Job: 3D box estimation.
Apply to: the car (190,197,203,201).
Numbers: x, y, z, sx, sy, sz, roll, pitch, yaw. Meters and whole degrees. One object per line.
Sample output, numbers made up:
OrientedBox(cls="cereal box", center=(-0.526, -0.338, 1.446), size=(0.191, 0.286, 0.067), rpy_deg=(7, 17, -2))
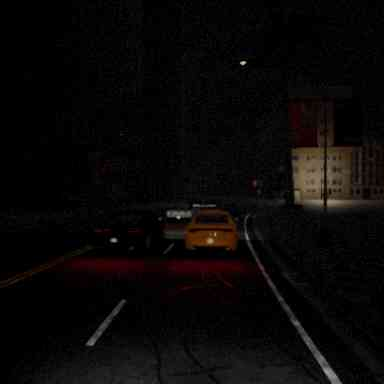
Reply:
OrientedBox(cls="car", center=(0.677, 1.550, 59.358), size=(1.994, 1.385, 4.181), rpy_deg=(0, 0, 14))

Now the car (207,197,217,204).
OrientedBox(cls="car", center=(3.890, 1.538, 58.732), size=(2.033, 1.411, 5.357), rpy_deg=(0, 0, 14))

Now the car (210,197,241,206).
OrientedBox(cls="car", center=(3.007, 1.476, 27.988), size=(1.882, 1.535, 5.008), rpy_deg=(0, 0, 11))

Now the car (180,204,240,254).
OrientedBox(cls="car", center=(0.877, 1.476, 13.543), size=(1.882, 1.535, 5.008), rpy_deg=(0, 0, 6))

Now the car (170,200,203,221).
OrientedBox(cls="car", center=(-0.567, 1.596, 26.712), size=(1.895, 1.301, 4.718), rpy_deg=(0, 0, 11))

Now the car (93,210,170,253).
OrientedBox(cls="car", center=(-2.372, 1.475, 13.708), size=(1.882, 1.535, 5.008), rpy_deg=(0, 0, 6))
